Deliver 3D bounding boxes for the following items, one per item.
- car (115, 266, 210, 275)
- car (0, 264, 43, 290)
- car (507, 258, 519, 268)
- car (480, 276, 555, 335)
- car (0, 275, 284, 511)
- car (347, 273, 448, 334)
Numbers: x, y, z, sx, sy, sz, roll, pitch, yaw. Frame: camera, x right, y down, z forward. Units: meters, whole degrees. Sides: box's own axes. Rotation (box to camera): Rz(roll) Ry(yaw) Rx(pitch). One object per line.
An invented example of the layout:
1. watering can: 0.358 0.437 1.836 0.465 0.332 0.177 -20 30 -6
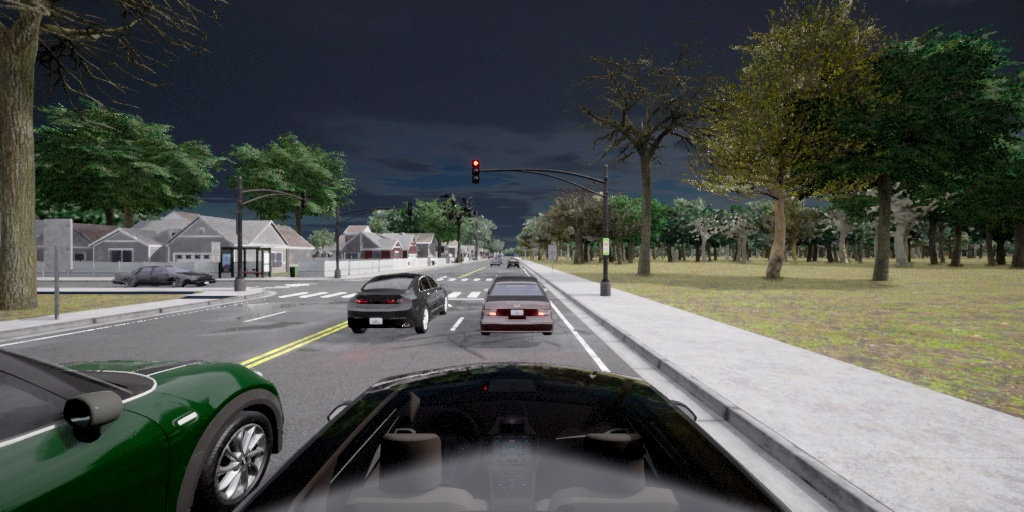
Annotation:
1. car: -22.152 1.327 22.919 5.357 1.411 2.033 0 0 1
2. car: -33.714 1.303 23.020 4.892 1.490 1.837 0 0 1
3. car: 0.228 1.208 60.608 1.882 1.535 5.008 0 0 0
4. car: 0.118 1.297 10.429 2.033 1.411 5.357 0 0 0
5. car: -3.150 1.102 1.436 2.097 1.767 4.553 0 0 0
6. car: -3.138 1.254 10.682 1.837 1.490 4.892 0 0 0
